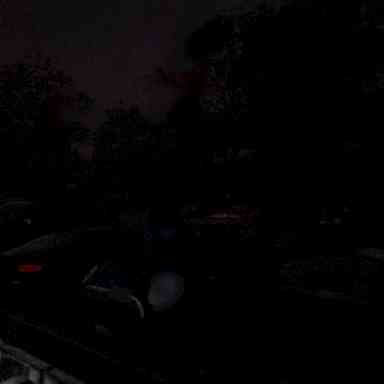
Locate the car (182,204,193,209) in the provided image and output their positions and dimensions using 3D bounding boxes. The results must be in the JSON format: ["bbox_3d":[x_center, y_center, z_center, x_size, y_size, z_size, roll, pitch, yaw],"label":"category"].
[{"bbox_3d":[0.361,1.491,22.274,2.231,1.521,4.892,0,0,35],"label":"car"}]

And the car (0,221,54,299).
[{"bbox_3d":[-2.285,1.528,8.131,2.002,1.452,4.674,0,0,35],"label":"car"}]

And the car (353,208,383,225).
[{"bbox_3d":[9.421,1.517,15.854,2.163,1.488,4.792,0,0,35],"label":"car"}]

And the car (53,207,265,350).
[{"bbox_3d":[0.027,1.362,6.545,2.185,1.767,4.553,0,0,35],"label":"car"}]

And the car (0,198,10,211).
[{"bbox_3d":[-24.822,1.542,39.993,2.002,1.452,4.674,0,0,35],"label":"car"}]

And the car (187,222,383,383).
[{"bbox_3d":[2.297,1.487,4.901,2.231,1.521,4.892,0,0,35],"label":"car"}]

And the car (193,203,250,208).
[{"bbox_3d":[2.522,1.487,20.520,1.946,1.575,5.366,0,0,35],"label":"car"}]

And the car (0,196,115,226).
[{"bbox_3d":[-4.592,1.238,9.724,2.435,2.045,5.566,0,0,35],"label":"car"}]

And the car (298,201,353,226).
[{"bbox_3d":[7.185,1.362,17.502,2.185,1.767,4.553,0,0,35],"label":"car"}]
